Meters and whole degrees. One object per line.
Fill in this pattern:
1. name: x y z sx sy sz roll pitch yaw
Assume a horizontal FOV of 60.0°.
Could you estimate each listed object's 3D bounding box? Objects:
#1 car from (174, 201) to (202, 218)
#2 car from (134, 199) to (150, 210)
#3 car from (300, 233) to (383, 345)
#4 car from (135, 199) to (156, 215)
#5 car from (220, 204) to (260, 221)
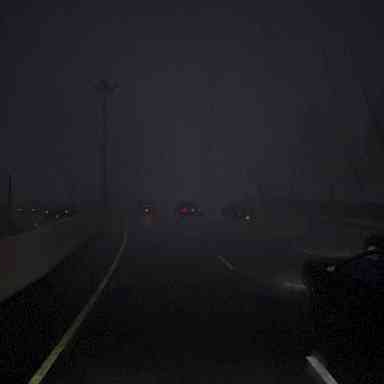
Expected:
1. car: -0.417 1.548 30.006 2.033 1.411 5.357 0 0 -10
2. car: -6.723 1.601 44.628 1.895 1.301 4.718 0 0 -11
3. car: 3.410 1.547 4.819 2.033 1.411 5.357 0 0 -3
4. car: -4.800 1.505 34.394 1.837 1.490 4.892 0 0 -11
5. car: 3.726 1.601 26.849 1.895 1.301 4.718 0 0 -10
